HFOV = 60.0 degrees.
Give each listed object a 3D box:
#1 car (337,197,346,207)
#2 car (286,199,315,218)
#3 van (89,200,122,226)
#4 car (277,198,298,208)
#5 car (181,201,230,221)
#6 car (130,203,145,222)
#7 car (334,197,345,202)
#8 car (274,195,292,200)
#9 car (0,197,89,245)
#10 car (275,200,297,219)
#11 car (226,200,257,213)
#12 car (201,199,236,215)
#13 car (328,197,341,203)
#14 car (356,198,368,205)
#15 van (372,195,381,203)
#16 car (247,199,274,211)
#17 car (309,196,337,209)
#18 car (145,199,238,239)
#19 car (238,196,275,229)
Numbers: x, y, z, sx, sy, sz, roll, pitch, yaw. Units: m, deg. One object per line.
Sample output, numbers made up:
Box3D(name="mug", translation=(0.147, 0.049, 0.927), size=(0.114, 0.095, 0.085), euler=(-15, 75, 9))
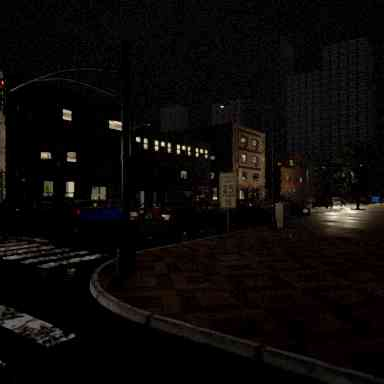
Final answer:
Box3D(name="car", translation=(25.392, 1.829, 57.840), size=(1.895, 1.301, 4.718), euler=(0, 0, 36))
Box3D(name="car", translation=(9.756, 1.657, 31.284), size=(1.947, 1.339, 4.313), euler=(-1, -1, 35))
Box3D(name="van", translation=(-6.663, 1.414, 22.601), size=(1.690, 1.788, 3.998), euler=(-1, 0, 35))
Box3D(name="car", translation=(15.586, 1.742, 54.018), size=(1.752, 1.417, 4.829), euler=(-1, -1, 35))
Box3D(name="car", translation=(1.332, 1.572, 29.404), size=(1.882, 1.535, 5.008), euler=(0, 0, 35))
Box3D(name="car", translation=(-3.470, 1.531, 27.109), size=(1.967, 1.590, 4.097), euler=(-1, -1, 35))
Box3D(name="car", translation=(38.031, 1.936, 85.715), size=(1.887, 1.381, 4.507), euler=(-1, -1, 35))
Box3D(name="car", translation=(11.460, 1.384, 43.639), size=(2.150, 2.045, 5.566), euler=(0, -1, 36))
Box3D(name="car", translation=(-8.095, 1.263, 16.104), size=(2.150, 2.045, 5.566), euler=(0, 0, 35))
Box3D(name="car", translation=(6.564, 1.616, 26.776), size=(1.887, 1.381, 4.507), euler=(-1, -1, 35))
Box3D(name="car", translation=(6.107, 1.701, 40.632), size=(2.008, 1.369, 4.403), euler=(-1, -1, 35))
Box3D(name="car", translation=(2.915, 1.570, 36.126), size=(1.967, 1.590, 4.097), euler=(-1, -1, 35))
Box3D(name="car", translation=(34.839, 1.915, 81.207), size=(2.008, 1.369, 4.403), euler=(-1, -1, 35))
Box3D(name="car", translation=(32.103, 1.801, 62.841), size=(2.008, 1.369, 4.403), euler=(-1, -1, 35))
Box3D(name="van", translation=(44.871, 1.694, 80.877), size=(1.690, 1.788, 3.998), euler=(-1, -1, 35))
Box3D(name="car", translation=(9.300, 1.723, 45.141), size=(2.008, 1.369, 4.403), euler=(-1, -1, 35))
Box3D(name="car", translation=(19.522, 1.537, 49.550), size=(2.097, 1.767, 4.553), euler=(0, 0, 35))
Box3D(name="car", translation=(0.178, 1.350, 17.761), size=(2.192, 1.841, 5.009), euler=(-1, -1, 35))
Box3D(name="car", translation=(3.370, 1.368, 22.269), size=(2.192, 1.841, 5.009), euler=(-1, -1, 35))
